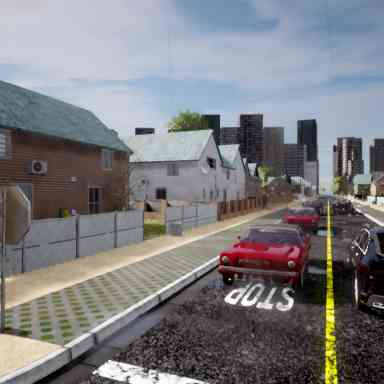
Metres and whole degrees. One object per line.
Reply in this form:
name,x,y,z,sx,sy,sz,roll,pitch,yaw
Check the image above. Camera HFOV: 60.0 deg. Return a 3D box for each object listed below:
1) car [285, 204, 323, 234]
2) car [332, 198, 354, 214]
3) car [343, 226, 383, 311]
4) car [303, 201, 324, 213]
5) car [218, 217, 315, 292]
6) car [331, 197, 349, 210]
car,6.455,1.609,19.548,1.895,1.301,4.718,0,0,22
car,15.905,1.504,34.987,2.128,1.511,4.902,0,0,23
car,4.534,1.507,7.352,1.837,1.490,4.892,0,0,22
car,11.771,1.578,32.464,1.994,1.385,4.181,0,0,22
car,2.231,1.607,9.243,1.895,1.301,4.718,0,0,22
car,19.797,1.508,44.597,2.128,1.511,4.902,0,0,22
